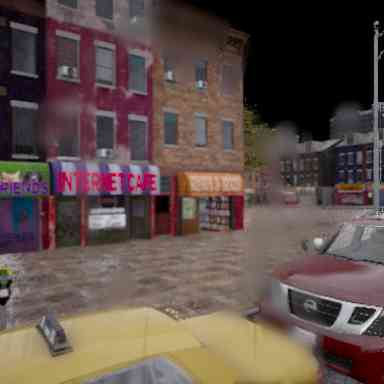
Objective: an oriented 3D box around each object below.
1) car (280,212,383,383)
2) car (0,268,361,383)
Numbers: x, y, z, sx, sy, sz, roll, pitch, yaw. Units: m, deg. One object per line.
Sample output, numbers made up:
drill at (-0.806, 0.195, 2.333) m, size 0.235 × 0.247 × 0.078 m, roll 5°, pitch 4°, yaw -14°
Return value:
car at (3.313, 1.275, 5.177) m, size 5.009 × 1.841 × 2.192 m, roll 0°, pitch 0°, yaw -35°
car at (-1.116, 1.524, 2.020) m, size 4.829 × 1.417 × 1.752 m, roll 0°, pitch 0°, yaw -35°
